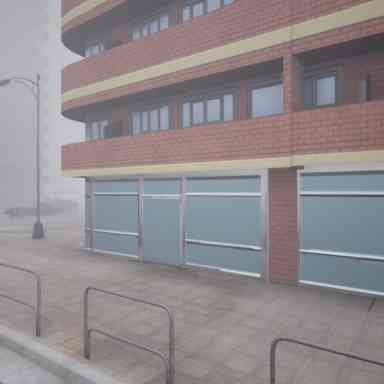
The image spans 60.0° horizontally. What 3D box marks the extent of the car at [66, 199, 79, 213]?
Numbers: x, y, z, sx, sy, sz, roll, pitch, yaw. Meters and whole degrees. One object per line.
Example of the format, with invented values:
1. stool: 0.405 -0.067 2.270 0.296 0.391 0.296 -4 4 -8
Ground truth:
1. car: -14.419 1.505 35.459 1.837 1.490 4.892 0 0 36

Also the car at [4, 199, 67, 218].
1. car: -14.135 1.601 29.923 1.895 1.301 4.718 0 0 36
